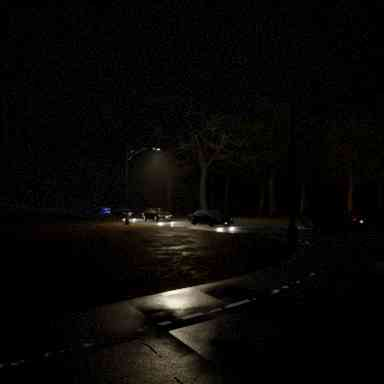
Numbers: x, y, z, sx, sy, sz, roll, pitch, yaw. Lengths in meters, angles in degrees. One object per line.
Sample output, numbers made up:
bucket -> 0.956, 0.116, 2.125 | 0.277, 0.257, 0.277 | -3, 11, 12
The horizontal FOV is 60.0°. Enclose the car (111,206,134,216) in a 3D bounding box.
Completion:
car -> -11.919, 3.223, 56.618 | 2.128, 1.511, 4.902 | 1, -2, -33

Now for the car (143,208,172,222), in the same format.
car -> -4.029, 2.579, 38.028 | 1.837, 1.490, 4.892 | 1, -2, -33

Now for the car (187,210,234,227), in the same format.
car -> 1.478, 2.282, 29.669 | 2.033, 1.411, 5.357 | 0, -2, -30

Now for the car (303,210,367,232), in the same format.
car -> 9.976, 1.989, 23.420 | 1.994, 1.385, 4.181 | 1, -2, -33

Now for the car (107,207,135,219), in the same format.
car -> -9.615, 2.896, 46.562 | 2.128, 1.511, 4.902 | 1, -2, -33

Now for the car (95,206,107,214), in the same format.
car -> -17.636, 3.512, 65.336 | 1.882, 1.535, 5.008 | 1, -2, -33
